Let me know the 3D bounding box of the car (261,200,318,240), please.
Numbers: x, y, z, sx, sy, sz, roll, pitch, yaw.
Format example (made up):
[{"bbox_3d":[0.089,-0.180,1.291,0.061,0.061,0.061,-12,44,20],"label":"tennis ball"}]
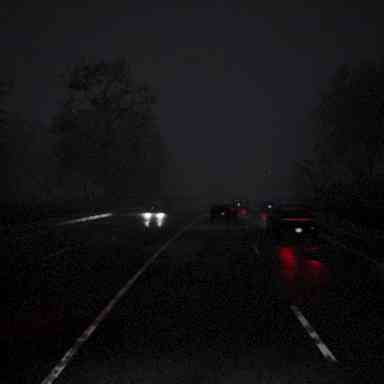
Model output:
[{"bbox_3d":[4.781,1.362,16.357,2.128,1.511,4.902,0,0,7],"label":"car"}]

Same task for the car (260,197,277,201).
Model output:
[{"bbox_3d":[8.037,1.252,34.272,1.812,1.442,4.674,0,0,13],"label":"car"}]

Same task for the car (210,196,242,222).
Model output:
[{"bbox_3d":[2.437,1.274,24.262,1.882,1.535,5.008,0,0,9],"label":"car"}]

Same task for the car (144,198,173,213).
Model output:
[{"bbox_3d":[-3.242,1.269,32.730,1.994,1.385,4.181,0,0,12],"label":"car"}]

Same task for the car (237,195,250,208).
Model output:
[{"bbox_3d":[6.066,1.153,40.907,2.128,1.511,4.902,0,1,14],"label":"car"}]
